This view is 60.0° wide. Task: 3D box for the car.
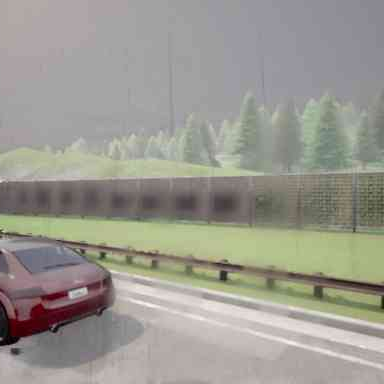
[{"bbox_3d":[-3.429,1.570,6.427,4.181,1.385,1.994,0,0,36],"label":"car"}]
